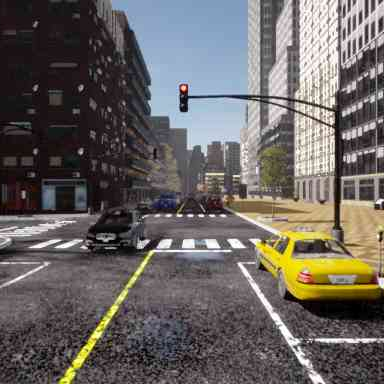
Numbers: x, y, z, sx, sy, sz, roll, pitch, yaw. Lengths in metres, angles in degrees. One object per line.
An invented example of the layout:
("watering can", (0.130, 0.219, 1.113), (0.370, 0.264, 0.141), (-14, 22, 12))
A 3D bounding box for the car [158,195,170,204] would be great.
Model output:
("car", (-5.723, 1.498, 68.122), (1.967, 1.590, 4.097), (0, 0, 0))

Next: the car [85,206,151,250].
("car", (-3.111, 1.532, 14.426), (1.837, 1.490, 4.892), (0, -1, 0))

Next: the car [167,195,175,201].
("car", (-5.731, 1.626, 90.059), (1.752, 1.417, 4.829), (0, 0, 0))

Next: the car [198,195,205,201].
("car", (2.649, 1.627, 90.402), (1.752, 1.417, 4.829), (0, 0, 0))

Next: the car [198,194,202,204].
("car", (2.659, 1.363, 62.598), (2.192, 1.841, 5.009), (0, 0, 0))

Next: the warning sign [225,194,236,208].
("warning sign", (5.054, 1.136, 43.750), (1.300, 1.860, 1.060), (0, 0, 0))

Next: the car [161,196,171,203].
("car", (-5.724, 1.650, 73.649), (1.802, 1.307, 4.206), (0, 0, 0))

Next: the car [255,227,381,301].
("car", (2.683, 1.526, 8.250), (1.752, 1.417, 4.829), (0, 0, 0))

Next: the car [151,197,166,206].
("car", (-5.717, 1.589, 57.069), (2.008, 1.369, 4.403), (0, 0, 0))

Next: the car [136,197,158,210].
("car", (-5.710, 1.568, 40.489), (2.008, 1.369, 4.403), (0, 0, 0))

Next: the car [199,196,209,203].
("car", (2.656, 1.612, 73.652), (1.887, 1.381, 4.507), (0, 0, 0))

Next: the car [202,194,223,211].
("car", (2.669, 1.333, 40.493), (2.192, 1.841, 5.009), (0, 0, 0))

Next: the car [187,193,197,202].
("car", (-0.032, 1.218, 79.716), (2.150, 2.045, 5.566), (0, 0, 0))

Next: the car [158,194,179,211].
("car", (-3.124, 1.241, 41.997), (2.150, 2.045, 5.566), (0, 0, 0))

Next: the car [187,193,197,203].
("car", (-0.029, 1.565, 69.268), (1.837, 1.490, 4.892), (0, 0, 0))

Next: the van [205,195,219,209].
("van", (2.666, 1.365, 46.019), (1.690, 1.788, 3.998), (0, 0, 0))

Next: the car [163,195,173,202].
("car", (-5.727, 1.518, 79.176), (1.967, 1.590, 4.097), (0, 0, 0))

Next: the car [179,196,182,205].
("car", (-3.102, 1.566, 58.159), (1.812, 1.442, 4.674), (0, 0, 0))
